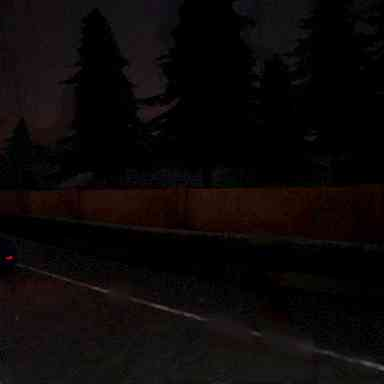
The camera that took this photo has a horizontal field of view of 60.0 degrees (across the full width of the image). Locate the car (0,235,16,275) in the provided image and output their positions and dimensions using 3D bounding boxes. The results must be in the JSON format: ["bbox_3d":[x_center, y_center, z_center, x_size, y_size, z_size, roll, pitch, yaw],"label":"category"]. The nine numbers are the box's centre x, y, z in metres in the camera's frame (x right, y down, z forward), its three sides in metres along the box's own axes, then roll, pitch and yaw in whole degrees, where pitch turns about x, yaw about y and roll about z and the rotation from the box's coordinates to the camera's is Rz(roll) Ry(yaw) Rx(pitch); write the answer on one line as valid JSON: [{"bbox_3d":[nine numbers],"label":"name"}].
[{"bbox_3d":[-6.660,1.569,9.443,4.674,1.442,1.812,0,0,40],"label":"car"}]
